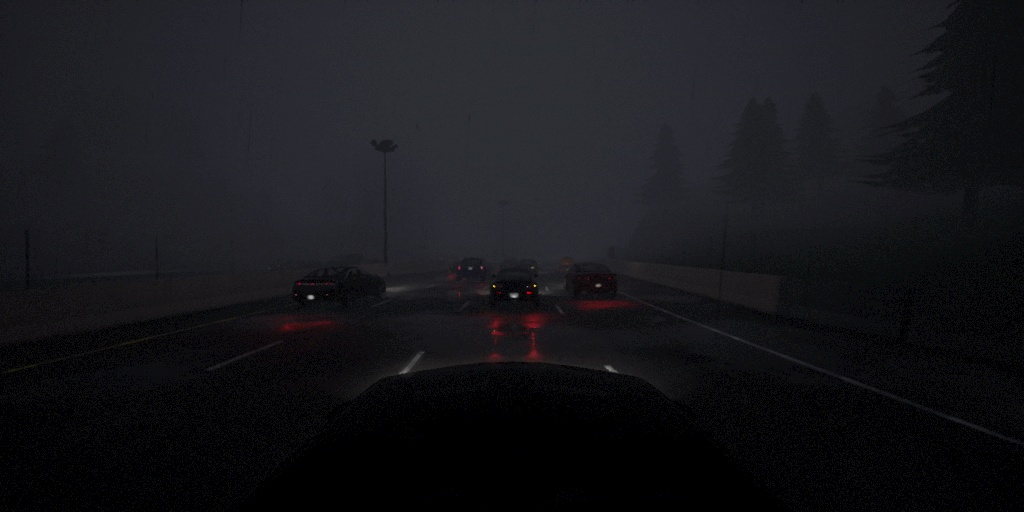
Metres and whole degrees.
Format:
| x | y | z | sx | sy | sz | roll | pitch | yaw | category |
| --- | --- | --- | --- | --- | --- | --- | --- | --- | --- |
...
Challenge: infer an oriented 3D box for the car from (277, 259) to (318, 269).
| x | y | z | sx | sy | sz | roll | pitch | yaw | category |
| --- | --- | --- | --- | --- | --- | --- | --- | --- | --- |
| -22.534 | 1.121 | 39.474 | 2.033 | 1.411 | 5.357 | 0 | 1 | 8 | car |

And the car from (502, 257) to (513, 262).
| x | y | z | sx | sy | sz | roll | pitch | yaw | category |
| --- | --- | --- | --- | --- | --- | --- | --- | --- | --- |
| -0.138 | 0.868 | 45.119 | 1.812 | 1.442 | 4.674 | 0 | 1 | 11 | car |

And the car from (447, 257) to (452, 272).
| x | y | z | sx | sy | sz | roll | pitch | yaw | category |
| --- | --- | --- | --- | --- | --- | --- | --- | --- | --- |
| -4.962 | 1.054 | 37.412 | 1.895 | 1.301 | 4.718 | 0 | 1 | 8 | car |

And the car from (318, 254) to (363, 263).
| x | y | z | sx | sy | sz | roll | pitch | yaw | category |
| --- | --- | --- | --- | --- | --- | --- | --- | --- | --- |
| -18.828 | 0.756 | 40.535 | 2.150 | 2.045 | 5.566 | 0 | 0 | 9 | car |

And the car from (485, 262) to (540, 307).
| x | y | z | sx | sy | sz | roll | pitch | yaw | category |
| --- | --- | --- | --- | --- | --- | --- | --- | --- | --- |
| 0.124 | 1.153 | 14.593 | 1.812 | 1.442 | 4.674 | 0 | 1 | 1 | car |

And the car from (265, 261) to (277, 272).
| x | y | z | sx | sy | sz | roll | pitch | yaw | category |
| --- | --- | --- | --- | --- | --- | --- | --- | --- | --- |
| -25.796 | 1.076 | 41.062 | 2.128 | 1.511 | 4.902 | 0 | 0 | 9 | car |

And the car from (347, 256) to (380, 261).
| x | y | z | sx | sy | sz | roll | pitch | yaw | category |
| --- | --- | --- | --- | --- | --- | --- | --- | --- | --- |
| -15.495 | 1.047 | 39.049 | 1.812 | 1.442 | 4.674 | 0 | 1 | 8 | car |

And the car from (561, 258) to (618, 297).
| x | y | z | sx | sy | sz | roll | pitch | yaw | category |
| --- | --- | --- | --- | --- | --- | --- | --- | --- | --- |
| 3.725 | 1.049 | 17.535 | 1.882 | 1.535 | 5.008 | 0 | 1 | 2 | car |

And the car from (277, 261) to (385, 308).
| x | y | z | sx | sy | sz | roll | pitch | yaw | category |
| --- | --- | --- | --- | --- | --- | --- | --- | --- | --- |
| -6.865 | 1.173 | 14.778 | 2.128 | 1.511 | 4.902 | 0 | 1 | 2 | car |

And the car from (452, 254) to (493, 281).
| x | y | z | sx | sy | sz | roll | pitch | yaw | category |
| --- | --- | --- | --- | --- | --- | --- | --- | --- | --- |
| -2.672 | 0.887 | 26.748 | 2.097 | 1.767 | 4.553 | 0 | 0 | 5 | car |

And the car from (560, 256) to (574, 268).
| x | y | z | sx | sy | sz | roll | pitch | yaw | category |
| --- | --- | --- | --- | --- | --- | --- | --- | --- | --- |
| 7.273 | 0.748 | 46.503 | 1.882 | 1.535 | 5.008 | -1 | 1 | 12 | car |

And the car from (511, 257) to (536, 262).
| x | y | z | sx | sy | sz | roll | pitch | yaw | category |
| --- | --- | --- | --- | --- | --- | --- | --- | --- | --- |
| 1.450 | 0.995 | 32.633 | 2.033 | 1.411 | 5.357 | 0 | 1 | 7 | car |
